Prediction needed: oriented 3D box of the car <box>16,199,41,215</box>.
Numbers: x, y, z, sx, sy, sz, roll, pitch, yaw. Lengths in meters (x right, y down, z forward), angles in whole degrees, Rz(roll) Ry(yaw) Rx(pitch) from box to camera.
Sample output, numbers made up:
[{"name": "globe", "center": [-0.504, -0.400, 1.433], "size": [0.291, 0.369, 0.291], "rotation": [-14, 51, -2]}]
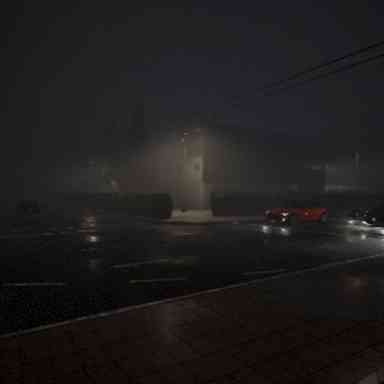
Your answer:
[{"name": "car", "center": [-16.637, 1.444, 33.755], "size": [1.882, 1.535, 5.008], "rotation": [0, 0, -32]}]

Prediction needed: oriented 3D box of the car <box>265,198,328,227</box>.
[{"name": "car", "center": [7.197, 1.340, 22.906], "size": [4.553, 1.767, 2.097], "rotation": [0, 0, -31]}]

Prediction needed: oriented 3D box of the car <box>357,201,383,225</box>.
[{"name": "car", "center": [13.870, 1.493, 23.002], "size": [4.892, 1.490, 1.837], "rotation": [-1, 1, -33]}]

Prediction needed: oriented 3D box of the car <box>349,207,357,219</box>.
[{"name": "car", "center": [15.190, 1.514, 27.943], "size": [4.674, 1.442, 1.812], "rotation": [0, 0, -33]}]
